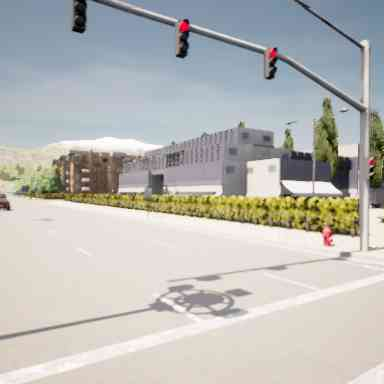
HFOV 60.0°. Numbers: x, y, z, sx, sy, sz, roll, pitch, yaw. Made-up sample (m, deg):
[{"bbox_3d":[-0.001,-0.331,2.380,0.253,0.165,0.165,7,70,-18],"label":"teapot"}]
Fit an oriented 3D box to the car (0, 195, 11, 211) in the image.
[{"bbox_3d":[-24.020,1.513,41.922,1.882,1.535,5.008,1,0,-32],"label":"car"}]
